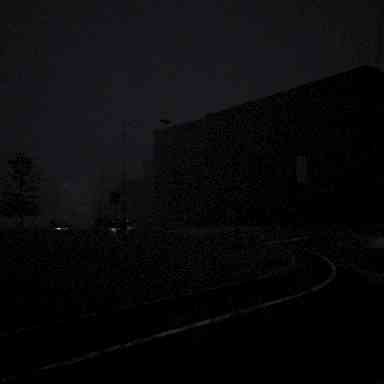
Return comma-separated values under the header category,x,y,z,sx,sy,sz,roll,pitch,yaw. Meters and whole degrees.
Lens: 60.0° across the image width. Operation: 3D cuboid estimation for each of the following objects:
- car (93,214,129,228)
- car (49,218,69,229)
category,x,y,z,sx,sy,sz,roll,pitch,yaw
car,-8.171,2.891,33.043,2.033,1.411,5.357,0,-5,-37
car,-19.360,4.545,48.240,2.128,1.511,4.902,0,-5,-37
